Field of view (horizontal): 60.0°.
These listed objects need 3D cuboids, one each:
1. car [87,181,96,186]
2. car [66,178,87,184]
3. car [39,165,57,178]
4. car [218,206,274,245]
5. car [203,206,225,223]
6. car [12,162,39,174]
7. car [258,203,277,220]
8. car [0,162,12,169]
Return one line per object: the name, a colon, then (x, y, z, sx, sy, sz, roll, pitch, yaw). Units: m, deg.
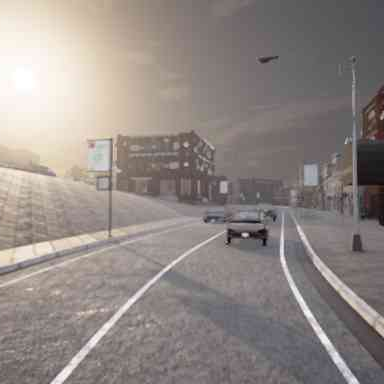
car: (-20.327, -1.265, 62.806, 2.002, 1.452, 4.674, 0, -4, 1)
car: (-20.412, -1.615, 57.275, 2.002, 1.452, 4.674, 0, -3, 2)
car: (-20.896, -2.540, 46.274, 2.435, 2.045, 5.566, 0, -3, 5)
car: (2.845, 1.639, 16.476, 2.128, 1.511, 4.902, 0, -1, 14)
car: (2.385, 1.958, 29.147, 2.033, 1.411, 5.357, 0, -1, 16)
car: (-21.339, -2.704, 40.682, 2.185, 1.767, 4.553, 0, -3, 6)
car: (7.609, 1.904, 34.198, 2.097, 1.767, 4.553, 0, -2, 15)
car: (-21.886, -2.845, 35.073, 2.231, 1.521, 4.892, 0, -2, 7)
